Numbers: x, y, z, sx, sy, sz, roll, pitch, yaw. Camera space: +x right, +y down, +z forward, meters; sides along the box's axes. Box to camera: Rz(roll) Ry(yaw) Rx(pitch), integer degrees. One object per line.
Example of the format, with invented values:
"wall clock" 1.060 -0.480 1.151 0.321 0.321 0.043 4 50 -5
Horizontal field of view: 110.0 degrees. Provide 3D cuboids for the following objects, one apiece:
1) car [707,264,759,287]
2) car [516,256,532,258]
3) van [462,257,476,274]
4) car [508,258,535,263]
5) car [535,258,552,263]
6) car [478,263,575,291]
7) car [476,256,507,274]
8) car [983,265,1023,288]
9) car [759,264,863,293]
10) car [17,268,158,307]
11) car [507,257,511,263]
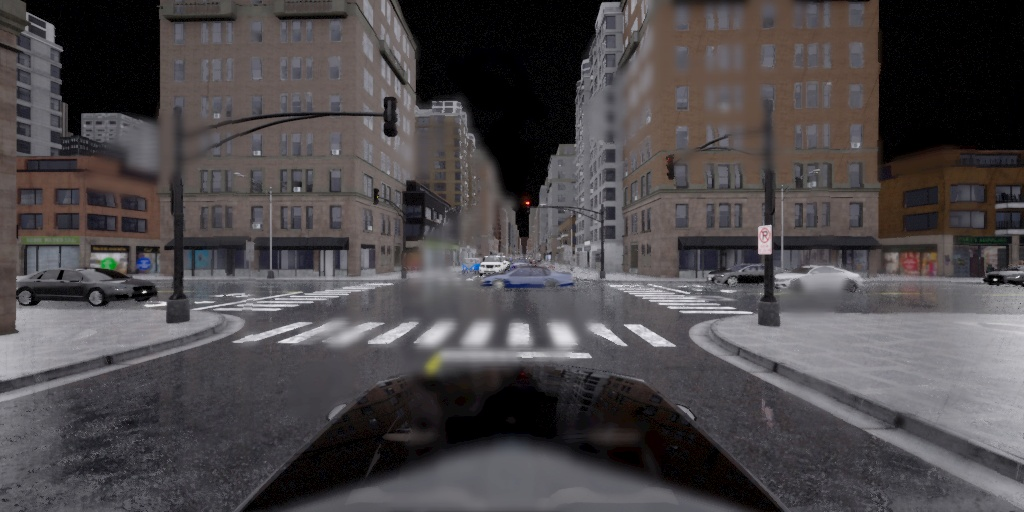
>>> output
"car" 15.676 1.255 23.872 4.902 1.511 2.128 0 0 2
"car" 2.143 1.287 64.891 2.128 1.511 4.902 0 0 2
"van" -4.652 1.111 41.272 1.690 1.789 3.998 0 0 2
"car" 0.887 1.241 34.556 1.882 1.535 5.008 -1 0 1
"car" 3.869 1.209 40.976 1.967 1.591 4.097 0 0 2
"car" 0.932 1.295 21.059 5.357 1.411 2.033 0 0 2
"car" -2.040 0.987 37.094 2.150 2.045 5.566 0 0 2
"car" 33.955 1.297 23.319 4.892 1.490 1.837 0 0 2
"car" 17.287 1.294 20.573 4.674 1.442 1.812 0 0 2
"car" -17.625 1.239 14.909 4.892 1.490 1.837 0 0 2
"car" -1.670 1.000 47.615 2.150 2.045 5.566 0 0 2
